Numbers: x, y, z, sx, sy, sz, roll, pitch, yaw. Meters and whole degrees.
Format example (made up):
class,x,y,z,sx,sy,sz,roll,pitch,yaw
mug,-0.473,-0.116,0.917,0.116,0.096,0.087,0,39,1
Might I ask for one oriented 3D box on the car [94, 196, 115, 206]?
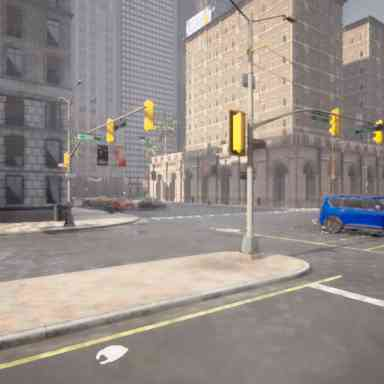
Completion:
class,x,y,z,sx,sy,sz,roll,pitch,yaw
car,-15.035,1.473,57.069,1.882,1.535,5.008,0,0,-35

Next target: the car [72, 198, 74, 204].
class,x,y,z,sx,sy,sz,roll,pitch,yaw
car,-24.098,1.501,63.922,1.837,1.490,4.892,0,0,-35

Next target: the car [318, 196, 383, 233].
class,x,y,z,sx,sy,sz,roll,pitch,yaw
car,9.378,1.218,17.311,2.150,2.045,5.566,0,0,-36

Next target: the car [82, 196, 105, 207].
class,x,y,z,sx,sy,sz,roll,pitch,yaw
car,-15.804,1.522,52.240,1.812,1.442,4.674,0,0,-35

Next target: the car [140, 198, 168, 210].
class,x,y,z,sx,sy,sz,roll,pitch,yaw
car,-5.232,1.543,43.286,2.033,1.411,5.357,0,0,-36

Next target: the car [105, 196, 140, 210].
class,x,y,z,sx,sy,sz,roll,pitch,yaw
car,-8.956,1.349,42.475,2.097,1.767,4.553,0,0,-36
